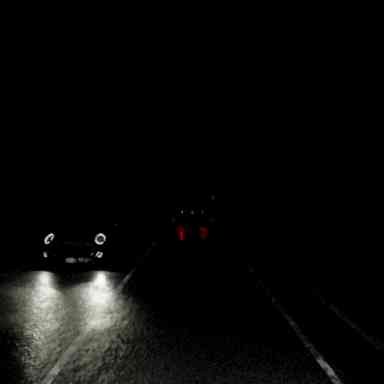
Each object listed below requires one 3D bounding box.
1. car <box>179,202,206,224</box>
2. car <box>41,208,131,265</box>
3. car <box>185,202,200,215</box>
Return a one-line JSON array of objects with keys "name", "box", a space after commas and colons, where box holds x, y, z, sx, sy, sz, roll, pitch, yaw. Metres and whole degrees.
[{"name": "car", "box": [0.043, 1.629, 27.250, 2.097, 1.767, 4.553, 0, -1, 1]}, {"name": "car", "box": [-3.589, 1.450, 12.075, 2.097, 1.767, 4.553, 0, 0, 0]}, {"name": "car", "box": [0.089, 2.123, 43.179, 1.837, 1.490, 4.892, 0, -1, 0]}]
